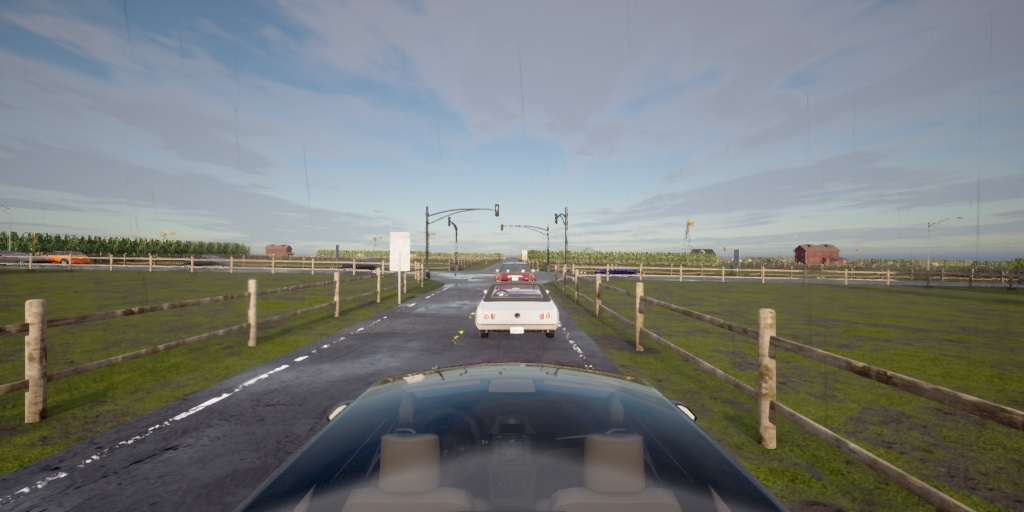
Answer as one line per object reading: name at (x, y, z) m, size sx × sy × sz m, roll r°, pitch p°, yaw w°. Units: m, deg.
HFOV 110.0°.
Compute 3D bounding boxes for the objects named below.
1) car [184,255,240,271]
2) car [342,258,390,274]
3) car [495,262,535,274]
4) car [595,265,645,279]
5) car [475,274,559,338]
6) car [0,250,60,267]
car at (-30.726, 0.710, 36.766) m, size 4.892 × 1.490 × 1.837 m, roll 1°, pitch 0°, yaw 0°
car at (-14.736, 1.001, 36.716) m, size 4.892 × 1.490 × 1.837 m, roll 1°, pitch 0°, yaw 0°
car at (0.180, 1.104, 19.123) m, size 2.097 × 1.767 × 4.553 m, roll 0°, pitch 0°, yaw 1°
car at (10.987, 1.582, 36.635) m, size 4.718 × 1.301 × 1.895 m, roll 1°, pitch 0°, yaw 0°
car at (0.124, 1.352, 10.135) m, size 1.895 × 1.301 × 4.718 m, roll 0°, pitch 0°, yaw 0°
car at (-50.691, 0.396, 36.888) m, size 5.357 × 1.411 × 2.033 m, roll 1°, pitch 0°, yaw 1°
